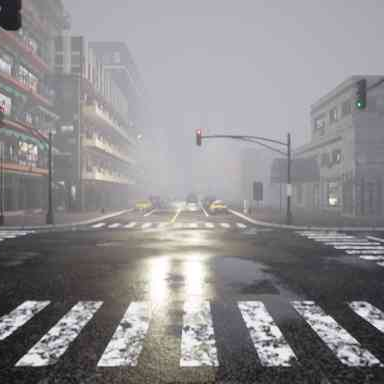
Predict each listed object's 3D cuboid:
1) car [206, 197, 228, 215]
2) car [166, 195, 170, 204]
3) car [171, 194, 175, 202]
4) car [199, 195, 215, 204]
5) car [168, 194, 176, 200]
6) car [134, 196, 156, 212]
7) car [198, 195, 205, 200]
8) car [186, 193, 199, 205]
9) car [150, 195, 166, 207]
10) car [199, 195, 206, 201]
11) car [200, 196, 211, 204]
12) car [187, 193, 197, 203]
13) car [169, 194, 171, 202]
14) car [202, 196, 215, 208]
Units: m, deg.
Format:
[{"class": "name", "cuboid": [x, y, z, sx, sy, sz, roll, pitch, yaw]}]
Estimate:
[{"class": "car", "cuboid": [2.690, 1.544, 34.040, 1.752, 1.417, 4.829, 0, 0, 0]}, {"class": "car", "cuboid": [-5.694, 1.604, 61.564, 2.008, 1.369, 4.403, 0, 0, 0]}, {"class": "car", "cuboid": [-5.695, 1.628, 78.183, 1.887, 1.381, 4.507, 0, 0, 0]}, {"class": "car", "cuboid": [2.689, 1.352, 50.488, 2.192, 1.841, 5.009, 0, 0, 0]}, {"class": "car", "cuboid": [-5.696, 1.435, 94.801, 2.192, 1.841, 5.009, 0, 0, 0]}, {"class": "car", "cuboid": [-5.692, 1.549, 39.237, 1.752, 1.417, 4.829, 0, 0, 0]}, {"class": "car", "cuboid": [2.683, 1.671, 94.801, 2.008, 1.369, 4.403, 0, 0, 0]}, {"class": "car", "cuboid": [-0.005, 1.403, 60.646, 2.097, 1.767, 4.553, 0, 0, 0]}, {"class": "car", "cuboid": [-5.691, 1.352, 50.486, 2.192, 1.841, 5.009, 0, 0, 0]}, {"class": "car", "cuboid": [2.684, 1.633, 89.432, 1.752, 1.417, 4.829, 0, 0, 0]}, {"class": "car", "cuboid": [2.687, 1.613, 67.105, 2.008, 1.369, 4.403, 0, 0, 0]}, {"class": "car", "cuboid": [-0.006, 1.183, 70.709, 2.150, 2.045, 5.566, 0, 0, 0]}, {"class": "car", "cuboid": [-5.694, 1.587, 66.933, 1.752, 1.417, 4.829, 0, 0, 0]}, {"class": "car", "cuboid": [2.689, 1.612, 44.948, 1.802, 1.307, 4.206, 0, 0, 0]}]
